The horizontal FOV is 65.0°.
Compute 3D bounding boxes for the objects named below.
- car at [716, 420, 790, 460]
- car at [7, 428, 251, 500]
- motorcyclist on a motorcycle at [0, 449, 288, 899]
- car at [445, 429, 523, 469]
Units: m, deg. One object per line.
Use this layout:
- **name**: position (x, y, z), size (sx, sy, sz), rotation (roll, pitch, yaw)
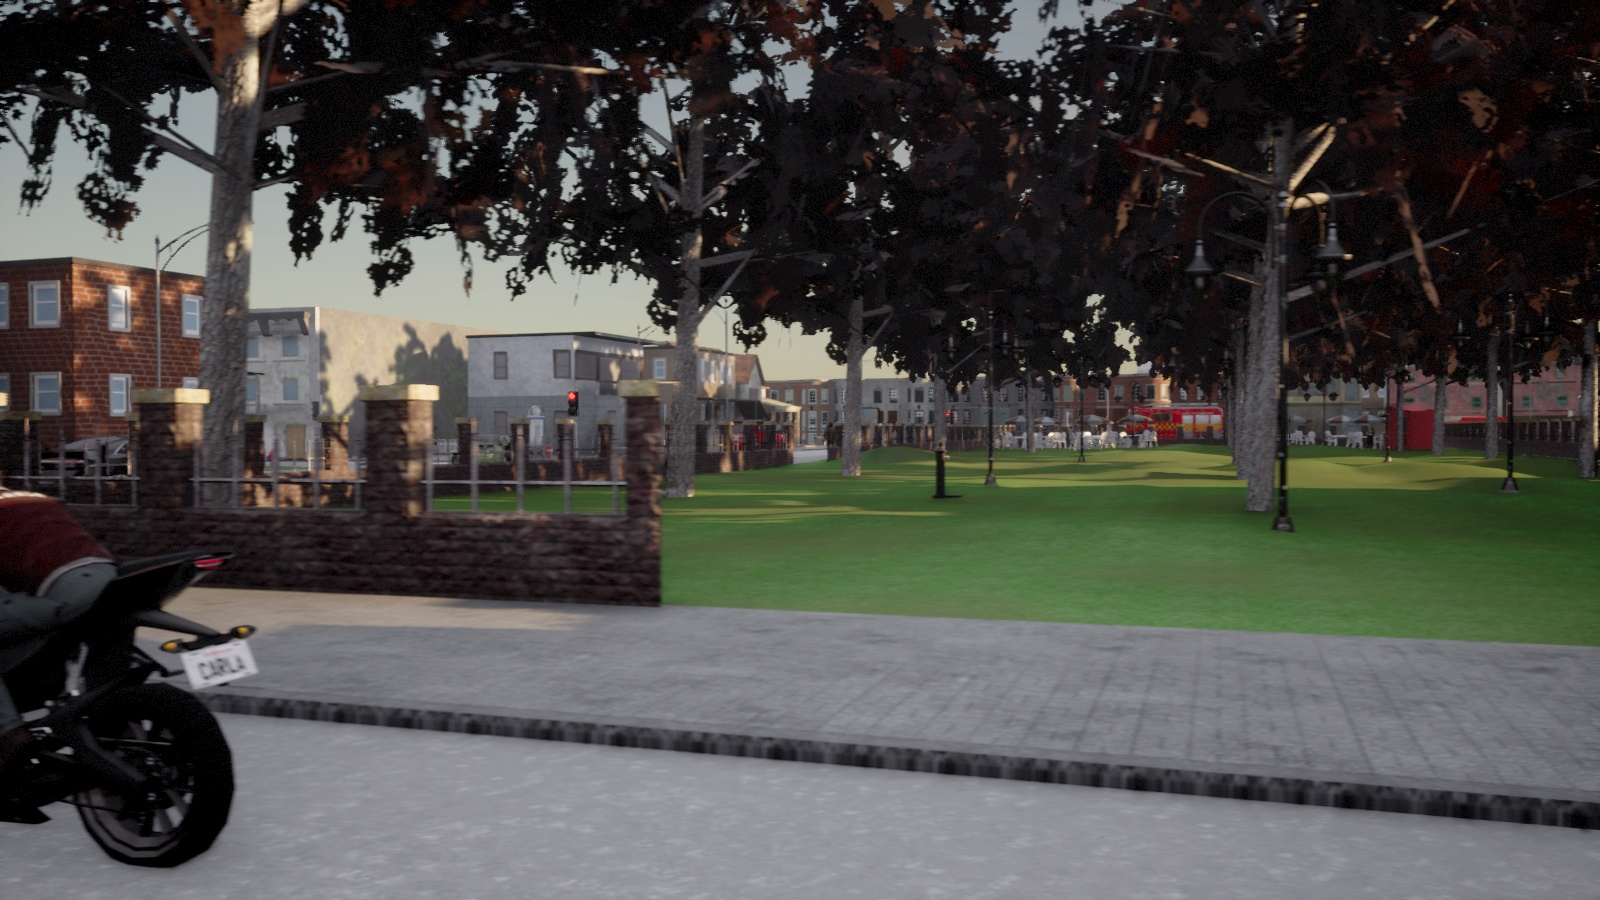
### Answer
- **car**: position (-2.457, -0.541, 67.271), size (2.150, 2.045, 5.566), rotation (1, 1, 18)
- **car**: position (-15.323, 0.260, 29.030), size (2.128, 1.511, 4.902), rotation (0, 1, 17)
- **motorcyclist on a motorcycle**: position (-3.195, 0.772, 4.851), size (2.191, 1.530, 0.866), rotation (0, 1, 17)
- **car**: position (-12.605, -0.081, 50.384), size (2.007, 1.525, 4.514), rotation (0, 1, 0)
